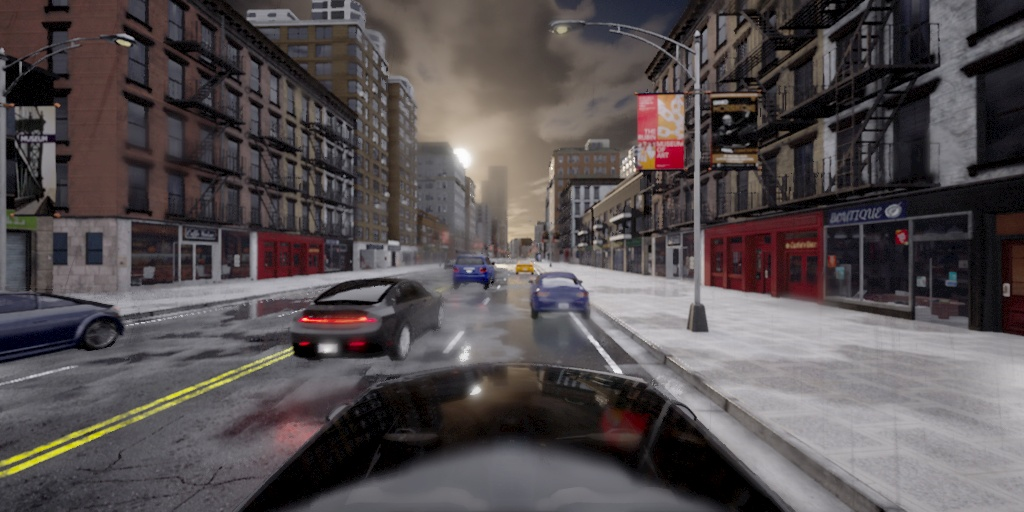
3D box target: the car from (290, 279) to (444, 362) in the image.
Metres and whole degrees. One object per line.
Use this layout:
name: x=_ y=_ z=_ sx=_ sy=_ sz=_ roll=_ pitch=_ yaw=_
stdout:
car: x=-2.870 y=1.252 z=8.186 sx=1.837 sy=1.490 sz=4.892 roll=0 pitch=0 yaw=2

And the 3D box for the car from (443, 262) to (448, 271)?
car: x=-8.153 y=1.231 z=49.517 sx=1.837 sy=1.490 sz=4.892 roll=0 pitch=0 yaw=2

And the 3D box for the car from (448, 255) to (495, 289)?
car: x=-2.356 y=0.966 z=23.181 sx=2.150 sy=2.045 sz=5.566 roll=0 pitch=0 yaw=2

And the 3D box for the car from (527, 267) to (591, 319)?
car: x=1.574 y=1.273 z=12.657 sx=1.812 sy=1.442 sz=4.674 roll=0 pitch=0 yaw=2

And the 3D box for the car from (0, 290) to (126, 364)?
car: x=-9.642 y=1.312 z=6.201 sx=1.994 sy=1.385 sz=4.181 roll=0 pitch=0 yaw=2

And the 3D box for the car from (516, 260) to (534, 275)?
car: x=1.408 y=1.211 z=39.202 sx=1.882 sy=1.535 sz=5.008 roll=0 pitch=0 yaw=2
